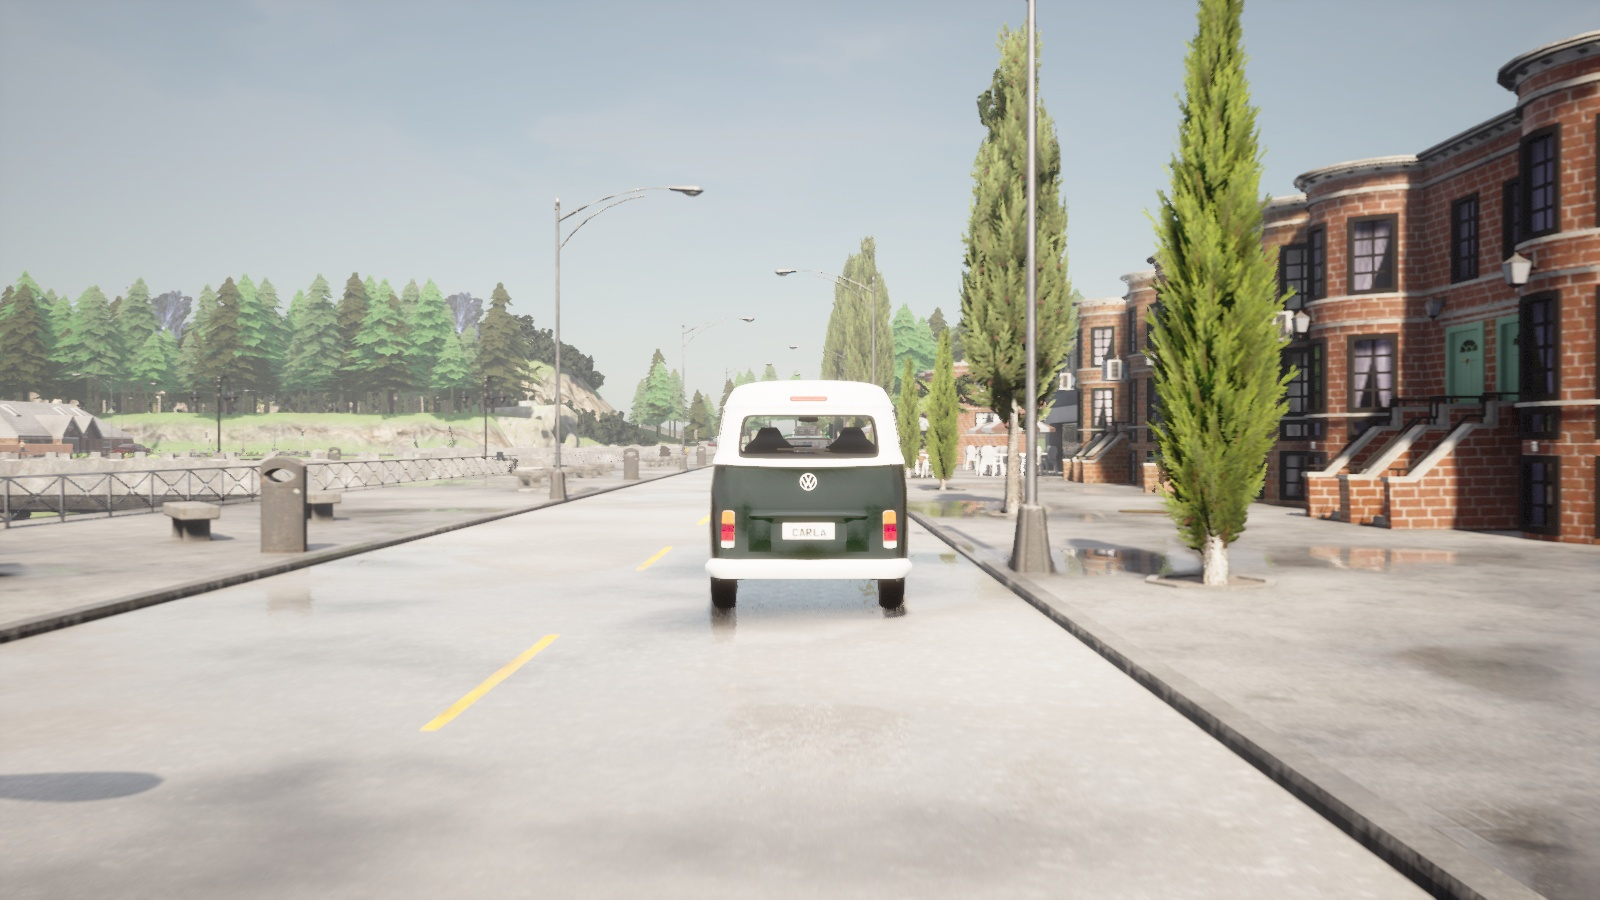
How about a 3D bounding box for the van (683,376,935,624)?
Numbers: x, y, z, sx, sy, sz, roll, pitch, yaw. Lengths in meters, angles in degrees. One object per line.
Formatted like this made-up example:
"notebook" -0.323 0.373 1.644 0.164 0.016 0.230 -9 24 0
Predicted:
"van" 0.085 0.399 12.559 2.069 2.038 4.480 0 0 0
